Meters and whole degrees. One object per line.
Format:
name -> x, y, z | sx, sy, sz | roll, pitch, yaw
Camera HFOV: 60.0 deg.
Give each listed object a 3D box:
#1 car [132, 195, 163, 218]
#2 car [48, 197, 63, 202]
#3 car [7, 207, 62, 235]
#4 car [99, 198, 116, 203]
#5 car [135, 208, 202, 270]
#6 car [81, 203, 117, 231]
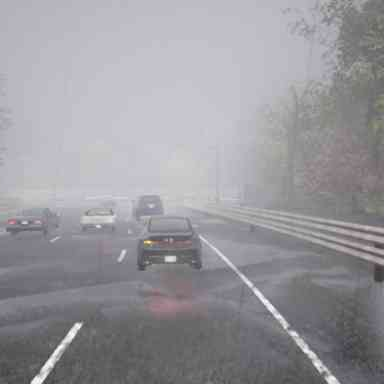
car -> -3.806, 1.248, 28.078 | 2.150, 2.045, 5.566 | 0, 0, -15
car -> -32.336, 1.740, 78.474 | 1.895, 1.301, 4.718 | 0, 0, -45
car -> -8.872, 1.586, 19.084 | 2.033, 1.411, 5.357 | 0, 0, -12
car -> -13.090, 1.594, 51.591 | 1.812, 1.442, 4.674 | 0, 0, -28
car -> -0.786, 1.513, 11.168 | 1.837, 1.490, 4.892 | 0, 0, -5
car -> -5.678, 1.630, 20.771 | 1.895, 1.301, 4.718 | 0, 0, -11
